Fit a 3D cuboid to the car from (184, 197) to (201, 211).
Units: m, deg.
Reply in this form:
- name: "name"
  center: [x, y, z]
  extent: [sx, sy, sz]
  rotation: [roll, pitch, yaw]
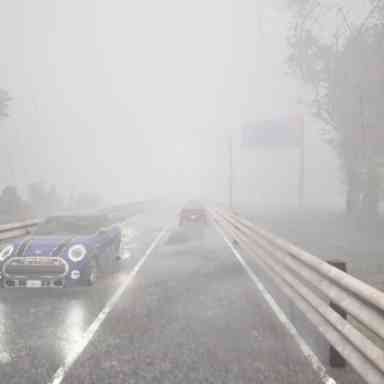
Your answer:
- name: "car"
  center: [0.071, 1.474, 42.502]
  extent: [2.128, 1.511, 4.902]
  rotation: [0, 0, 0]

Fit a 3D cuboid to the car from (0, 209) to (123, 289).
- name: "car"
  center: [-3.351, 1.349, 9.291]
  extent: [2.097, 1.767, 4.553]
  rotation: [0, 0, 0]

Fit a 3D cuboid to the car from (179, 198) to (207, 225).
- name: "car"
  center: [0.087, 1.468, 24.308]
  extent: [1.882, 1.535, 5.008]
  rotation: [0, 0, 0]
